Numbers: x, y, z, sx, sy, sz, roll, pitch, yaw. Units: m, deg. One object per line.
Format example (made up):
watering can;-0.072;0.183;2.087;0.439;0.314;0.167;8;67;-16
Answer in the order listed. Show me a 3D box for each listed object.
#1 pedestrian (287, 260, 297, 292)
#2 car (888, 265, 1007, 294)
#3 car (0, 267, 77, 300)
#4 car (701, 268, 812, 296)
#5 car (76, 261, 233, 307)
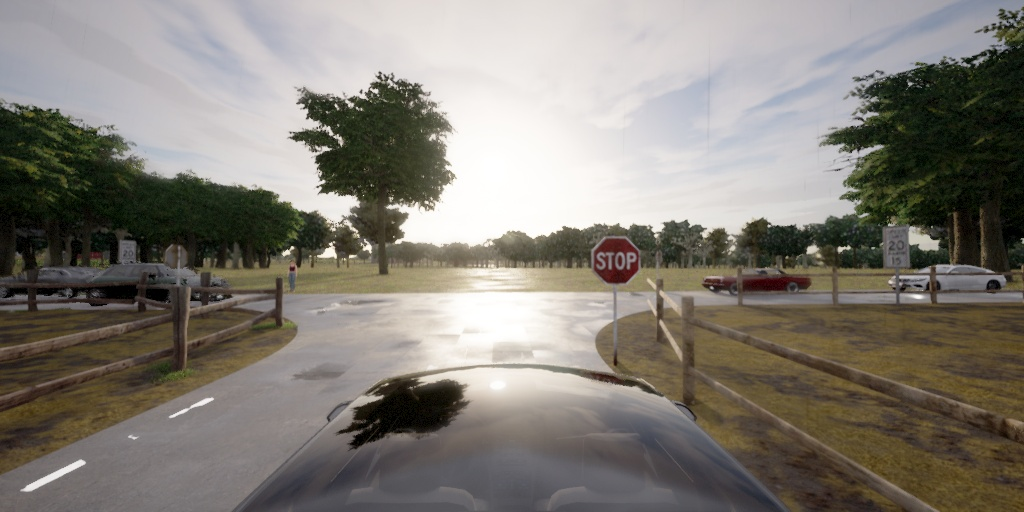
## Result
pedestrian;-12.744;1.129;20.770;0.375;1.860;0.375;0;-1;-2
car;22.623;1.182;18.710;4.674;1.442;1.812;0;-1;2
car;-22.040;1.286;17.410;4.902;1.511;2.128;0;-1;-2
car;12.467;1.309;18.519;4.718;1.301;1.895;0;-1;-3
car;-14.120;1.075;14.619;4.553;1.767;2.097;0;-1;0
